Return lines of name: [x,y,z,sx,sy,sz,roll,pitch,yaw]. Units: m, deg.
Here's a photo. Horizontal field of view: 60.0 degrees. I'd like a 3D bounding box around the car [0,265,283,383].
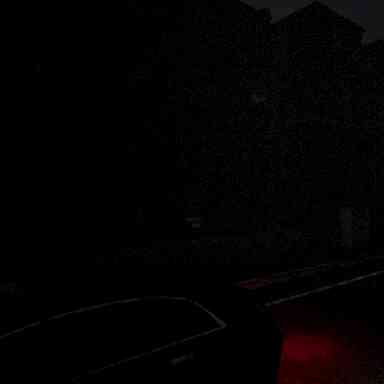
car: [-1.324,1.506,2.734,4.892,1.490,1.837,1,0,-35]
